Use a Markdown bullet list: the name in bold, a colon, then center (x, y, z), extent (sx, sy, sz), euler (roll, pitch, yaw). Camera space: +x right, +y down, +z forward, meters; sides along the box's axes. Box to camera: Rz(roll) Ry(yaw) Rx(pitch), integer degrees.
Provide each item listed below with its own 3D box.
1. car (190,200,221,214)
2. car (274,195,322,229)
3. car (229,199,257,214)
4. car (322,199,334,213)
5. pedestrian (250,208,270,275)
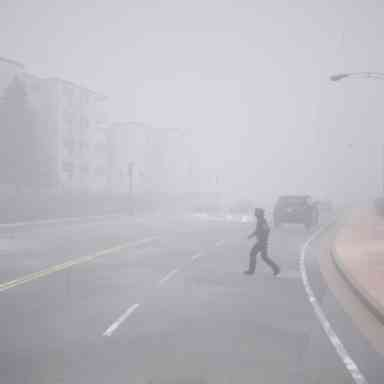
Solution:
- **car**: center (1.477, 1.557, 34.759), extent (1.994, 1.385, 4.181), euler (0, 0, 27)
- **car**: center (6.940, 1.219, 21.904), extent (2.150, 2.045, 5.566), euler (0, 0, 27)
- **car**: center (5.408, 1.498, 34.750), extent (1.837, 1.490, 4.892), euler (0, 0, 27)
- **car**: center (14.219, 1.484, 36.162), extent (2.128, 1.511, 4.902), euler (0, 0, 27)
- **pedestrian**: center (1.801, 1.292, 8.824), extent (0.375, 1.860, 0.375), euler (0, 0, 15)
